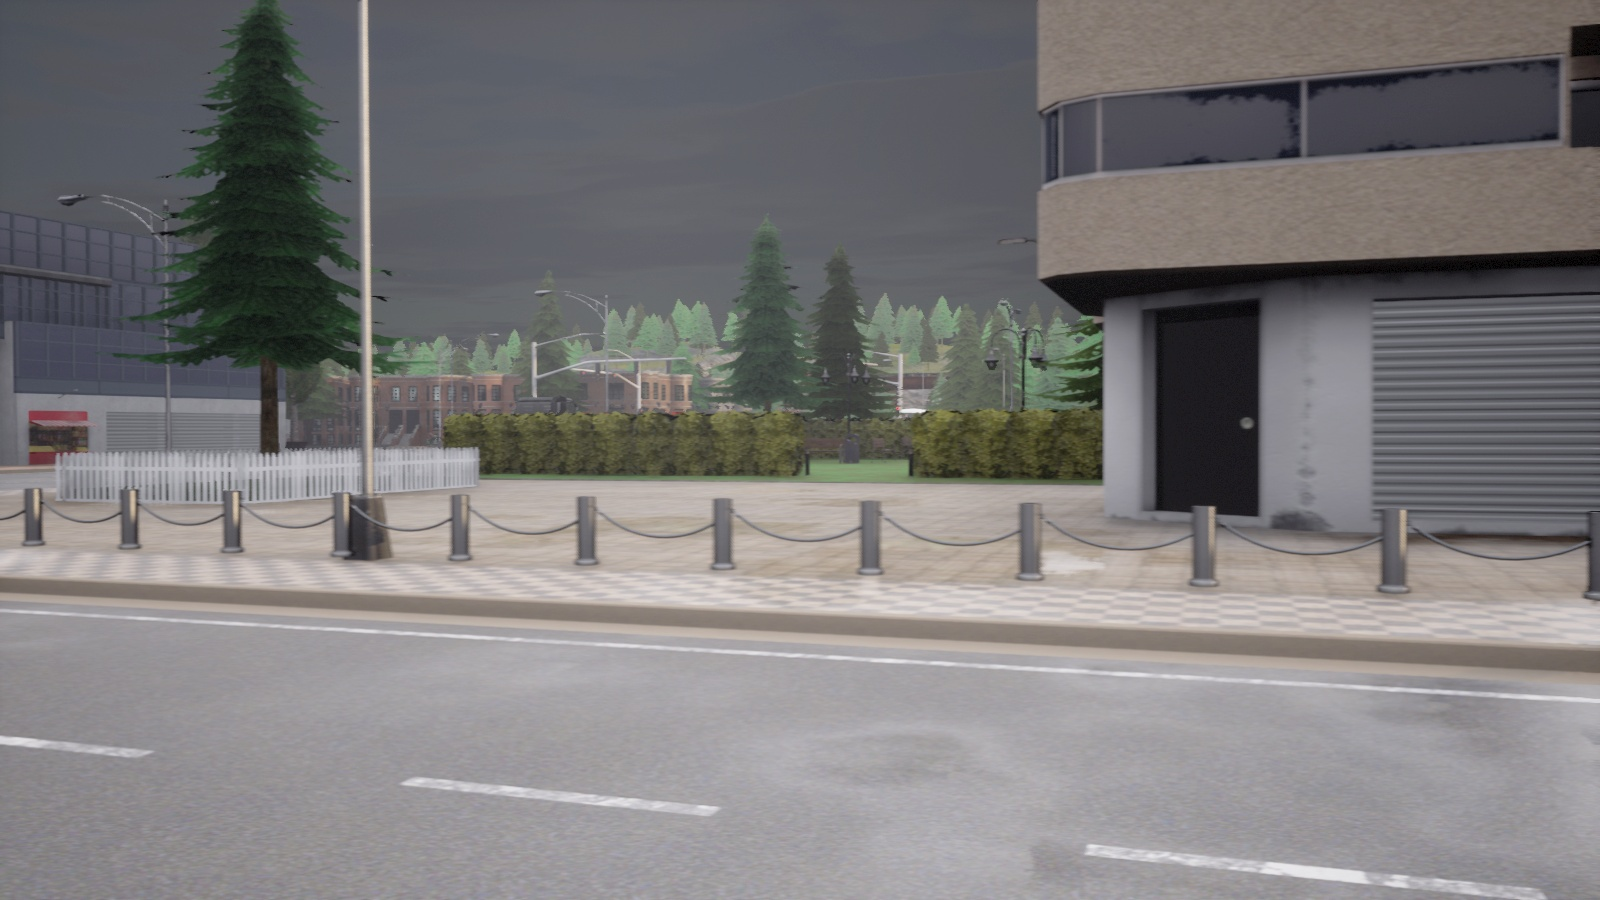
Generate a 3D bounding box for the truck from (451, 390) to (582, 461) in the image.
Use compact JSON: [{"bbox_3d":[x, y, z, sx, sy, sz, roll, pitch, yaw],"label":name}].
[{"bbox_3d":[-14.567,-1.256,65.294,2.891,3.462,7.936,1,1,19],"label":"truck"}]
